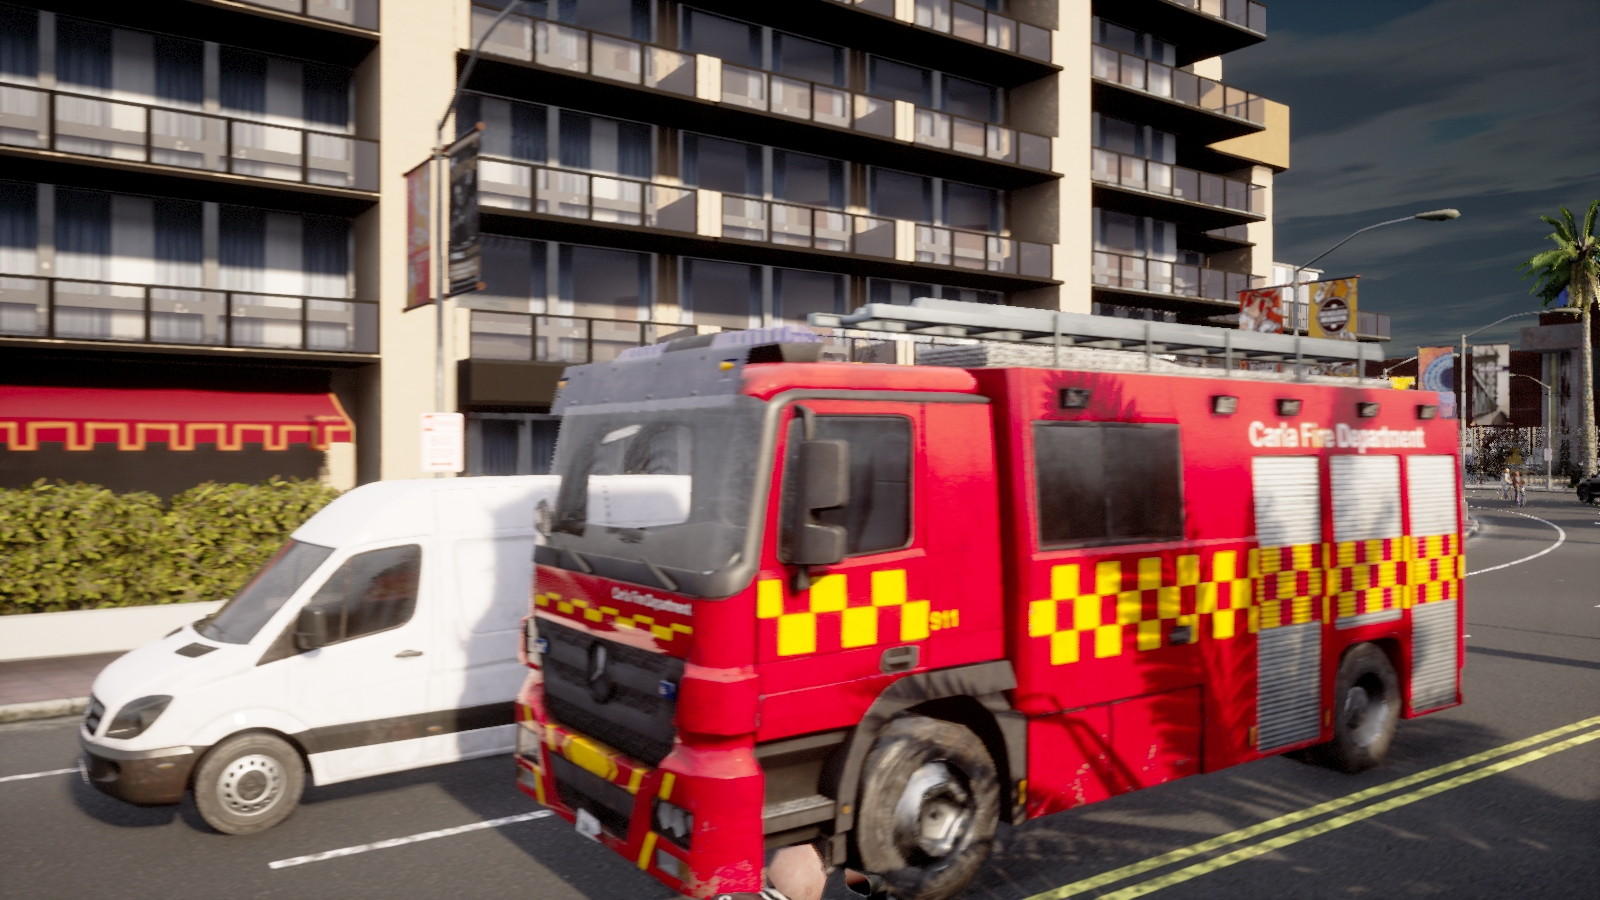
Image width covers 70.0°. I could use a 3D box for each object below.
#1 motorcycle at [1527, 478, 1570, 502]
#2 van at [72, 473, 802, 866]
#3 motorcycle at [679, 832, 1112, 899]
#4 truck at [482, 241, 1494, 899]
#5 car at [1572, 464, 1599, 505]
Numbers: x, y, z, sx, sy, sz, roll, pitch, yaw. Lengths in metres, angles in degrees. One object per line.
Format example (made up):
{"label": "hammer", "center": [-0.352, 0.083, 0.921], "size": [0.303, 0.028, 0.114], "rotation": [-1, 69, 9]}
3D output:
{"label": "motorcycle", "center": [41.288, 2.182, 63.072], "size": [0.856, 1.236, 1.805], "rotation": [0, 0, -36]}
{"label": "van", "center": [-2.973, 1.534, 10.248], "size": [5.915, 2.561, 1.988], "rotation": [0, 0, -35]}
{"label": "motorcycle", "center": [-0.058, 2.205, 3.737], "size": [2.209, 1.251, 0.867], "rotation": [0, 0, -35]}
{"label": "truck", "center": [2.079, 0.891, 9.225], "size": [8.468, 3.827, 2.891], "rotation": [0, 0, -35]}
{"label": "car", "center": [42.025, 1.780, 58.186], "size": [2.150, 2.045, 5.566], "rotation": [0, 0, 7]}
